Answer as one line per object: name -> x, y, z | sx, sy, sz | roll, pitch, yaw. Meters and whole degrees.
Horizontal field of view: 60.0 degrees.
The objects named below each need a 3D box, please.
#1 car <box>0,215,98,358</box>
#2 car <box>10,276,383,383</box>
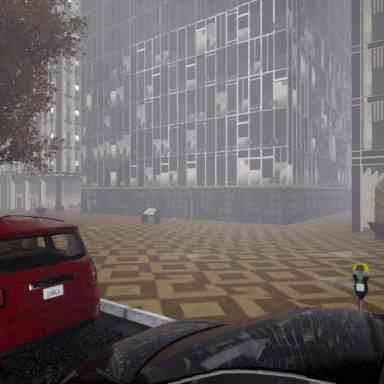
car -> -3.651, 1.315, 5.493 | 5.009, 1.841, 2.192 | 0, 0, 36
car -> 0.840, 1.566, 2.278 | 4.313, 1.339, 1.947 | 0, 0, 36
